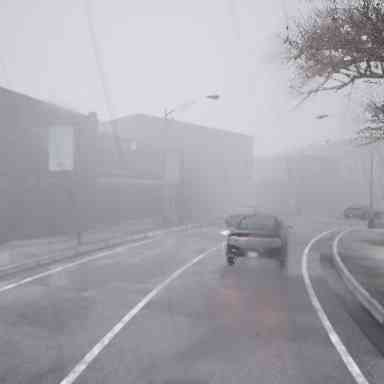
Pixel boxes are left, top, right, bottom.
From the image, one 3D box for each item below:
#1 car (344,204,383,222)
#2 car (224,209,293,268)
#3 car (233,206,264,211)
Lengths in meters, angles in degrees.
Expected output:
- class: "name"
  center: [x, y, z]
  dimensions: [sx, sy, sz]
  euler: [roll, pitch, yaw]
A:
- class: "car"
  center: [15.863, 1.868, 30.680]
  dimensions: [4.902, 1.511, 2.128]
  euler: [1, 0, -39]
- class: "car"
  center: [2.466, 1.586, 11.786]
  dimensions: [2.128, 1.511, 4.902]
  euler: [0, 0, 17]
- class: "car"
  center: [3.977, 1.683, 23.128]
  dimensions: [1.812, 1.442, 4.674]
  euler: [1, 0, 34]
